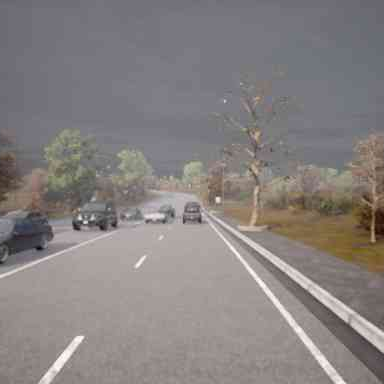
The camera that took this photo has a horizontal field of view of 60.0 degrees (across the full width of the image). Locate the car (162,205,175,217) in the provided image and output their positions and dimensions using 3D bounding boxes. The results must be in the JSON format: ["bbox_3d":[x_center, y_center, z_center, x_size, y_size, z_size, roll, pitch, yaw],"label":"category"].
[{"bbox_3d":[-3.451,2.533,46.291,2.097,1.767,4.553,0,-2,1],"label":"car"}]

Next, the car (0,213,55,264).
[{"bbox_3d":[-7.083,1.705,12.626,2.033,1.411,5.357,0,-1,0],"label":"car"}]

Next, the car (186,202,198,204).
[{"bbox_3d":[0.040,2.384,45.707,2.150,2.045,5.566,0,-2,1],"label":"car"}]

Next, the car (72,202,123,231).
[{"bbox_3d":[-7.075,1.747,24.919,2.150,2.045,5.566,0,-2,0],"label":"car"}]

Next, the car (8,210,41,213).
[{"bbox_3d":[-10.577,1.899,20.620,1.837,1.490,4.892,0,-2,0],"label":"car"}]

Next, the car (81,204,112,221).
[{"bbox_3d":[-10.490,2.245,36.904,2.097,1.767,4.553,0,-2,0],"label":"car"}]

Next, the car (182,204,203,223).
[{"bbox_3d":[0.015,2.268,33.116,2.128,1.511,4.902,0,-2,0],"label":"car"}]

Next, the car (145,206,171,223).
[{"bbox_3d":[-3.486,2.381,33.238,1.895,1.301,4.718,0,-2,0],"label":"car"}]

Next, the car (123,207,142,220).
[{"bbox_3d":[-6.989,2.468,38.675,2.128,1.511,4.902,0,-2,0],"label":"car"}]
